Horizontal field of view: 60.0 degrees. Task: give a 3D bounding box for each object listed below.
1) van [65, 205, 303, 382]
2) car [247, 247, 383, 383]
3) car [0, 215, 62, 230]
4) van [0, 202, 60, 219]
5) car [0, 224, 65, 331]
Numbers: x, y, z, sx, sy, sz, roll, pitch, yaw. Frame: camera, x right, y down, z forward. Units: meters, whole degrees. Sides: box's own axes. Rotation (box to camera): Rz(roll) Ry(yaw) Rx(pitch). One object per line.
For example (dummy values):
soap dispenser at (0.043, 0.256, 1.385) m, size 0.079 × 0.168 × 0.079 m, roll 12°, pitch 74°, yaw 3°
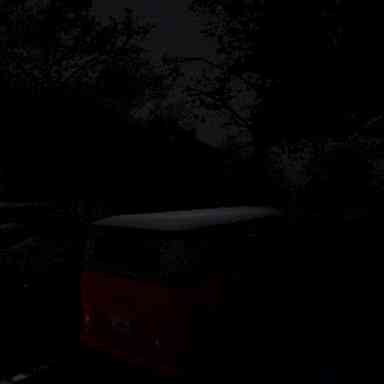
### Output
van at (0.430, 1.261, 5.598) m, size 1.878 × 1.987 × 4.442 m, roll 0°, pitch 0°, yaw 36°
car at (2.702, 1.509, 3.798) m, size 2.163 × 1.488 × 4.792 m, roll 0°, pitch 0°, yaw 35°
car at (-4.025, 1.541, 8.668) m, size 2.163 × 1.488 × 4.792 m, roll -1°, pitch 0°, yaw 36°
van at (-6.347, 1.308, 10.155) m, size 1.878 × 1.987 × 4.442 m, roll -1°, pitch 0°, yaw 35°
car at (-1.876, 1.526, 7.135) m, size 2.163 × 1.488 × 4.792 m, roll 0°, pitch 0°, yaw 36°
